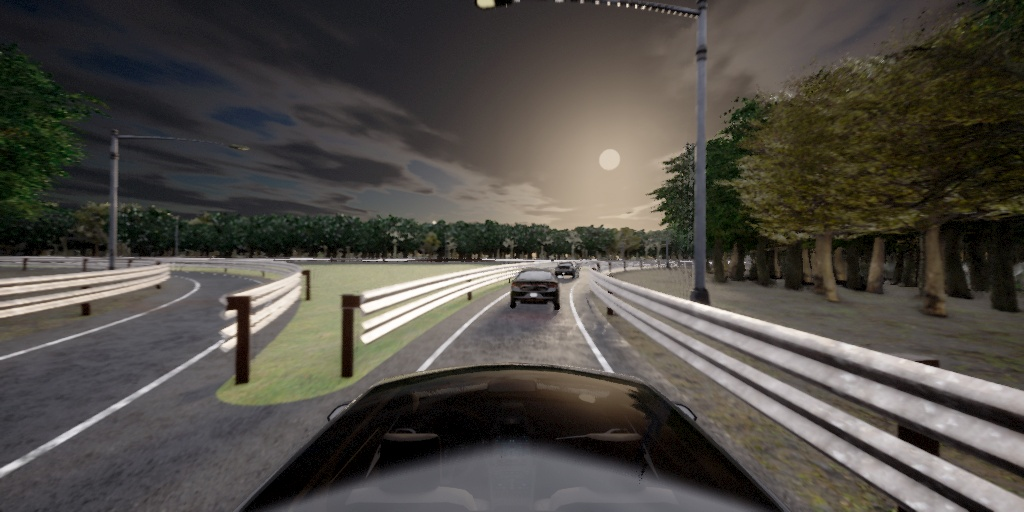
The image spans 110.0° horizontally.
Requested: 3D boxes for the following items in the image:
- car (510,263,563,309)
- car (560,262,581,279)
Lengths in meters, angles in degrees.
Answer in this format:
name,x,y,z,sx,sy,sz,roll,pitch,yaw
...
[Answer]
name,x,y,z,sx,sy,sz,roll,pitch,yaw
car,1.099,1.243,15.327,1.882,1.535,5.008,0,0,7
car,5.314,1.317,34.018,1.837,1.490,4.892,0,0,18
